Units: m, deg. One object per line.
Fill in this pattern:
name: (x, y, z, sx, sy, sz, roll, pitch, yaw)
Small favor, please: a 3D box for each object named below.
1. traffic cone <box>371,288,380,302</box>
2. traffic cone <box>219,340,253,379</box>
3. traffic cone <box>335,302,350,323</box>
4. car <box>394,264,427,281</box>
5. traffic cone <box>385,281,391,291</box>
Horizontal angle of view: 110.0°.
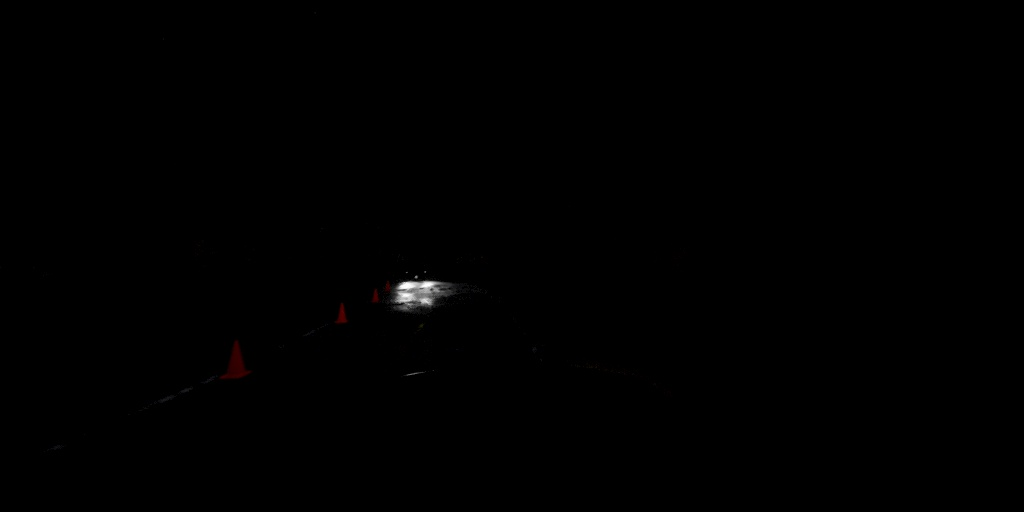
traffic cone: (-5.950, 1.699, 15.655, 0.340, 0.580, 0.340, 0, 0, -11)
traffic cone: (-4.655, 1.721, 6.062, 0.340, 0.580, 0.340, 0, 0, -4)
traffic cone: (-5.149, 1.708, 10.879, 0.340, 0.580, 0.340, 0, 0, -8)
car: (-8.520, 1.338, 30.046, 1.895, 1.301, 4.718, 0, 0, -28)
traffic cone: (-7.055, 1.693, 20.369, 0.340, 0.580, 0.340, 0, 0, -15)
